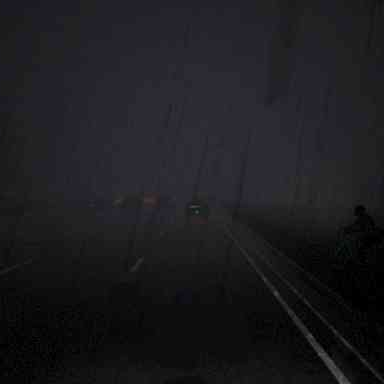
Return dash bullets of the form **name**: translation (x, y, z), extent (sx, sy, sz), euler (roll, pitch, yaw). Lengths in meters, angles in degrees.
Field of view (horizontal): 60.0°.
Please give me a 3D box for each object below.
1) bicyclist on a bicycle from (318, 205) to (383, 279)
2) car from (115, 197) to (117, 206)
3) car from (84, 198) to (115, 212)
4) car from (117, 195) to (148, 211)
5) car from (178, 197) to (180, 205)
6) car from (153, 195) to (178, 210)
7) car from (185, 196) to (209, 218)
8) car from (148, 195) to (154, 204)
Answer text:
- **bicyclist on a bicycle**: translation (3.807, 1.134, 7.586), extent (1.656, 1.620, 0.582), euler (13, 2, 2)
- **car**: translation (-9.839, 1.160, 47.729), extent (1.882, 1.535, 5.008), euler (0, 0, 1)
- **car**: translation (-9.982, 1.326, 35.530), extent (1.994, 1.385, 4.181), euler (0, 0, 0)
- **car**: translation (-6.473, 1.234, 36.602), extent (1.882, 1.535, 5.008), euler (0, 0, 1)
- **car**: translation (-2.822, 1.168, 48.955), extent (2.128, 1.511, 4.902), euler (0, 0, 1)
- **car**: translation (-2.950, 1.224, 38.337), extent (1.882, 1.535, 5.008), euler (0, 0, 1)
- **car**: translation (0.417, 1.309, 27.493), extent (2.128, 1.511, 4.902), euler (0, 0, 1)
- **car**: translation (-6.311, 1.148, 49.817), extent (1.882, 1.535, 5.008), euler (0, 0, 1)
